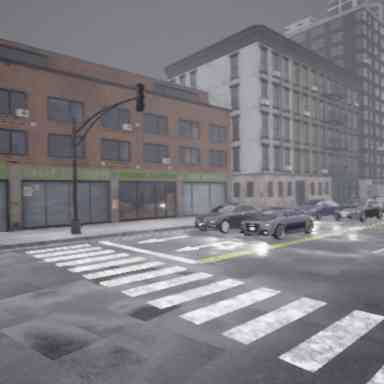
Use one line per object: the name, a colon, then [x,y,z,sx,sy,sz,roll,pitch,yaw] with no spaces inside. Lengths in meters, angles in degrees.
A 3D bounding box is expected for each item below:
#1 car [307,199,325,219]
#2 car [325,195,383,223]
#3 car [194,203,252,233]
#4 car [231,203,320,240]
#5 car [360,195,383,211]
car: [9.751,1.276,25.646,4.674,1.442,1.812,-1,0,-41]
car: [11.509,1.218,22.849,4.902,1.511,2.128,-1,0,-42]
car: [2.233,1.402,18.911,4.892,1.490,1.837,-1,0,-42]
car: [4.178,1.433,16.292,4.181,1.385,1.994,-1,0,-42]
car: [19.147,1.092,34.024,4.674,1.442,1.812,-1,0,-42]
